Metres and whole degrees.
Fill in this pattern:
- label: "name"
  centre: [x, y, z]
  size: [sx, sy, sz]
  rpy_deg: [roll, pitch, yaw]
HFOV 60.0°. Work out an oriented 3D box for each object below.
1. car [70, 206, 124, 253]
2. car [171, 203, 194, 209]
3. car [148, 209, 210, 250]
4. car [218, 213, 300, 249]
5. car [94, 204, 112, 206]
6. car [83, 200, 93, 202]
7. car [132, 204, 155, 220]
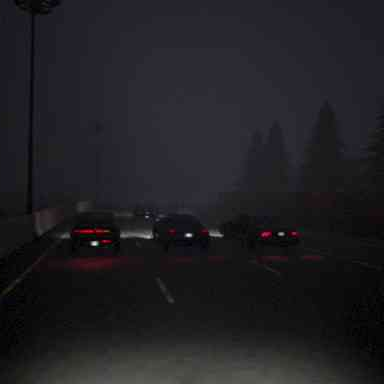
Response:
- label: "car"
  centre: [-3.990, 1.548, 14.026]
  size: [1.837, 1.490, 4.892]
  rpy_deg: [1, 0, -14]
- label: "car"
  centre: [-0.845, 1.725, 30.356]
  size: [1.812, 1.442, 4.674]
  rpy_deg: [1, 0, -13]
- label: "car"
  centre: [-0.600, 1.660, 14.887]
  size: [1.994, 1.385, 4.181]
  rpy_deg: [1, 0, -14]
- label: "car"
  centre: [2.871, 1.697, 15.422]
  size: [2.033, 1.411, 5.357]
  rpy_deg: [1, 0, -14]
- label: "car"
  centre: [-7.582, 1.688, 28.392]
  size: [1.895, 1.301, 4.718]
  rpy_deg: [1, 0, -14]
- label: "car"
  centre: [-22.285, 1.707, 72.994]
  size: [1.812, 1.442, 4.674]
  rpy_deg: [1, 0, 9]
- label: "car"
  centre: [-4.186, 1.744, 29.240]
  size: [1.895, 1.301, 4.718]
  rpy_deg: [1, 0, -14]
